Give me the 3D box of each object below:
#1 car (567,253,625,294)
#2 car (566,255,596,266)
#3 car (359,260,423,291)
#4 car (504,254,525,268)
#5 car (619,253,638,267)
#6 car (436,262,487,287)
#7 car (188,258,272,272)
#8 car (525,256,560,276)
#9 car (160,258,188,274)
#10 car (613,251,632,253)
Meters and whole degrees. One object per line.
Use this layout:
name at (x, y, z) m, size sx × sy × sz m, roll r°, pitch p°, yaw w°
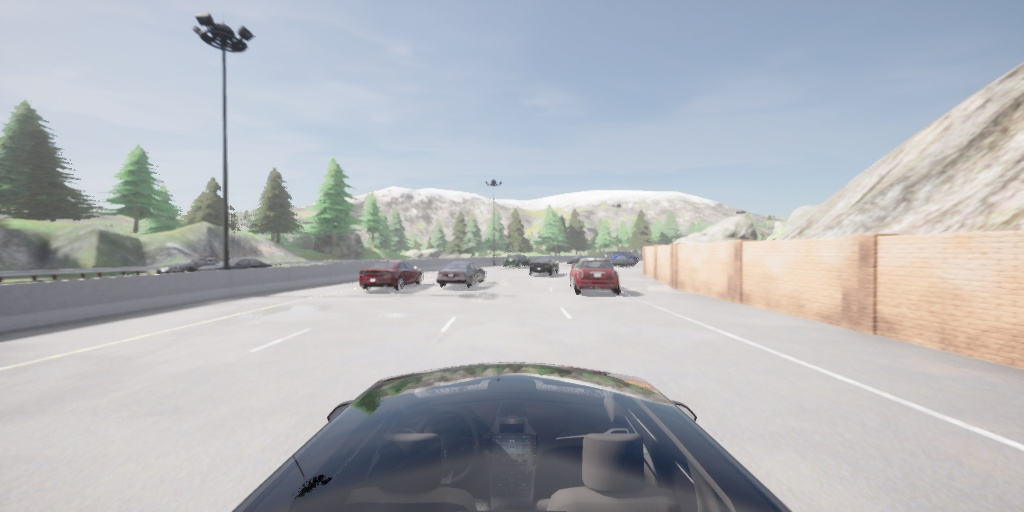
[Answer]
car at (4.139, 0.877, 18.394) m, size 2.097 × 1.767 × 4.553 m, roll 0°, pitch 1°, yaw 7°
car at (10.259, 0.604, 53.152) m, size 2.033 × 1.411 × 5.357 m, roll 1°, pitch 1°, yaw 41°
car at (-6.468, 0.984, 19.744) m, size 1.882 × 1.535 × 5.008 m, roll 0°, pitch 1°, yaw 5°
car at (0.879, 0.529, 44.156) m, size 2.097 × 1.767 × 4.553 m, roll 1°, pitch 1°, yaw 29°
car at (14.655, 0.709, 46.579) m, size 1.994 × 1.385 × 4.181 m, roll 0°, pitch 1°, yaw 36°
car at (-2.887, 1.031, 21.424) m, size 2.033 × 1.411 × 5.357 m, roll 0°, pitch 1°, yaw 8°
car at (-19.930, 0.899, 26.025) m, size 1.882 × 1.535 × 5.008 m, roll 0°, pitch 0°, yaw 9°
car at (2.862, 0.833, 30.948) m, size 1.882 × 1.535 × 5.008 m, roll 0°, pitch 1°, yaw 17°
car at (-26.374, 0.895, 30.034) m, size 2.128 × 1.511 × 4.902 m, roll 0°, pitch 1°, yaw 11°
car at (17.722, 0.235, 56.252) m, size 2.150 × 2.045 × 5.566 m, roll 0°, pitch 0°, yaw 45°
